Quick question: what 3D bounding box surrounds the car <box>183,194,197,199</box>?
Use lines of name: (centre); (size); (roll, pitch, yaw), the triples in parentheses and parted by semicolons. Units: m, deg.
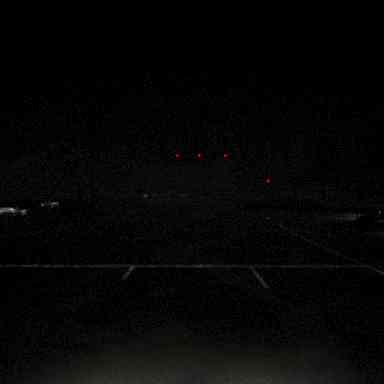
car: (-0.168, 1.201, 94.674); (1.895, 1.301, 4.718); (0, 0, -18)

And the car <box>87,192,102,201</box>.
car: (-21.072, 1.214, 70.234); (1.837, 1.490, 4.892); (0, 0, 0)

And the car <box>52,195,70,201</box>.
car: (-28.102, 1.303, 71.488); (1.895, 1.301, 4.718); (0, 0, 0)

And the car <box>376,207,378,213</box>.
car: (19.457, 1.441, 29.502); (5.357, 1.411, 2.033); (0, 0, 7)

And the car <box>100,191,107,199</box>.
car: (-22.096, 0.891, 81.184); (2.150, 2.045, 5.566); (0, 0, -10)

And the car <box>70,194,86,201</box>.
car: (-24.594, 1.207, 71.794); (1.837, 1.490, 4.892); (0, 0, 0)

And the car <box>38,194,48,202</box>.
car: (-28.052, 1.099, 62.353); (2.097, 1.767, 4.553); (0, 0, 0)

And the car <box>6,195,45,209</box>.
car: (-21.124, 1.437, 42.377); (1.895, 1.301, 4.718); (0, 0, 0)

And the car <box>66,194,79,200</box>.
car: (-29.418, 1.201, 82.004); (2.033, 1.411, 5.357); (0, 0, -10)

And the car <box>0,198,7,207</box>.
car: (-24.623, 1.297, 46.088); (1.882, 1.535, 5.008); (0, 0, 0)

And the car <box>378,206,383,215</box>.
car: (17.649, 1.260, 26.079); (4.553, 1.767, 2.097); (0, 0, 6)

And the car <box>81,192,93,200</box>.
car: (-25.826, 1.017, 81.963); (2.097, 1.767, 4.553); (0, 0, -10)

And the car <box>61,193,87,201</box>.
car: (-21.098, 1.113, 59.520); (2.097, 1.767, 4.553); (0, 0, 0)

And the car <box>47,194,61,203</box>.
car: (-24.569, 1.275, 62.019); (1.812, 1.442, 4.674); (0, 0, 1)
